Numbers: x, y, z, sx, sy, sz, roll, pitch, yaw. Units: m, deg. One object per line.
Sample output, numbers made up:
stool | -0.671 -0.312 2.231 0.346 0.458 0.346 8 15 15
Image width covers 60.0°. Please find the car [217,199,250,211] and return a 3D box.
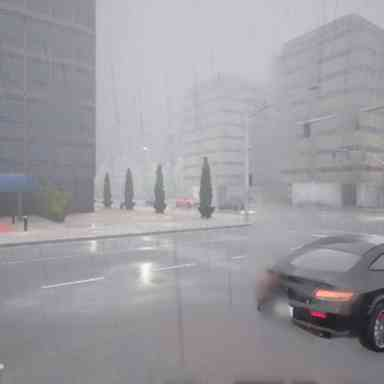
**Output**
car | 4.916 1.551 39.870 1.994 1.385 4.181 0 0 -35

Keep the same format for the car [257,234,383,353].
car | 3.210 1.523 6.110 4.674 1.442 1.812 0 0 -35

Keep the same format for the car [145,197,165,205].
car | -6.161 1.551 55.686 1.994 1.385 4.181 0 0 -35

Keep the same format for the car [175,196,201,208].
car | -0.467 1.339 47.548 2.097 1.767 4.553 0 0 -35
